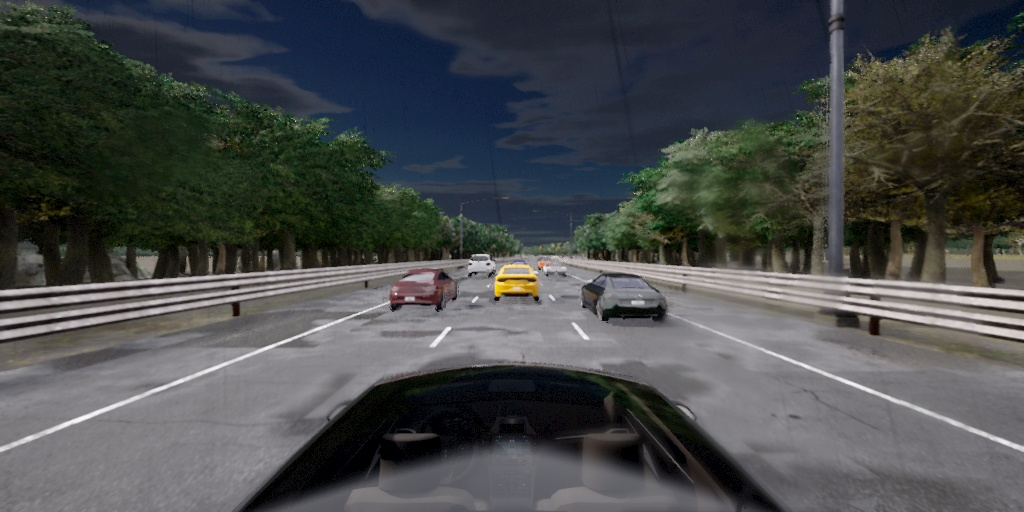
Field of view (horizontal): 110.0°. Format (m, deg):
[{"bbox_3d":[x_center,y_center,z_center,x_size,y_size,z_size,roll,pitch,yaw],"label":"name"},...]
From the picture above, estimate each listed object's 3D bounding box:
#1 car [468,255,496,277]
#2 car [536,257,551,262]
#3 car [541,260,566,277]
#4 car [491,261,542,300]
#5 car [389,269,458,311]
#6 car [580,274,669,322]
[{"bbox_3d":[-2.853,0.893,34.711,2.150,2.045,5.566,0,0,2],"label":"car"},{"bbox_3d":[4.696,1.041,50.328,2.097,1.767,4.553,0,0,3],"label":"car"},{"bbox_3d":[4.042,1.274,34.466,1.895,1.301,4.718,0,0,2],"label":"car"},{"bbox_3d":[0.231,1.172,17.263,1.882,1.535,5.008,0,0,1],"label":"car"},{"bbox_3d":[-3.316,1.228,14.040,1.812,1.442,4.674,0,0,1],"label":"car"},{"bbox_3d":[3.564,1.276,12.082,1.994,1.385,4.181,0,0,1],"label":"car"}]
